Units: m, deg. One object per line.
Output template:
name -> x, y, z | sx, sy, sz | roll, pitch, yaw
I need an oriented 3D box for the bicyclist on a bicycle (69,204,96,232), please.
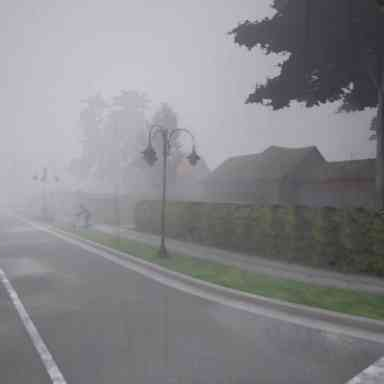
bicyclist on a bicycle -> -6.550, 1.571, 19.987 | 1.656, 1.620, 0.582 | 2, -1, -35
